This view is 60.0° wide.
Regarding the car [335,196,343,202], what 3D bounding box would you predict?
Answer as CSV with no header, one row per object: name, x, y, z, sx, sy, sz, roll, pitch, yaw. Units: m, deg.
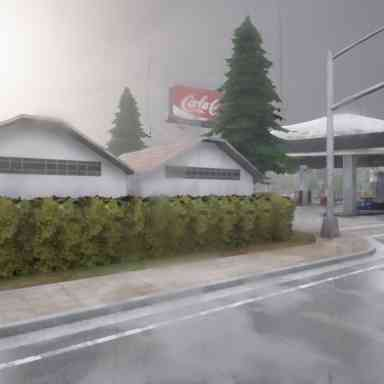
car,31.133,1.528,72.284,5.357,1.411,2.033,0,0,-36

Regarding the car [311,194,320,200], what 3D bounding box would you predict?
car,32.589,1.317,89.286,2.152,1.636,5.027,0,0,-36

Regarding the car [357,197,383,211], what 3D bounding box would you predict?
car,21.512,1.473,39.794,4.611,1.667,2.242,0,0,-36
